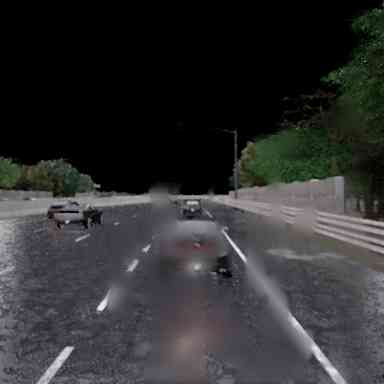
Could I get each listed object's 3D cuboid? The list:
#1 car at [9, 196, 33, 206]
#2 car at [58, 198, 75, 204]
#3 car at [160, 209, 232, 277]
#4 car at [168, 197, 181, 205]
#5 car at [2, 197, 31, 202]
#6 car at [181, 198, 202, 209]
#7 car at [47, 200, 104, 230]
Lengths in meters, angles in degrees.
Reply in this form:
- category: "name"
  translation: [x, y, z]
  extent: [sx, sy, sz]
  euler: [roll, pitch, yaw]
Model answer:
- category: "car"
  translation: [-31.567, 1.669, 61.673]
  extent: [2.097, 1.767, 4.553]
  euler: [0, -1, 0]
- category: "car"
  translation: [-28.082, 2.099, 74.658]
  extent: [1.895, 1.301, 4.718]
  euler: [0, -1, 0]
- category: "car"
  translation: [0.090, 1.482, 10.128]
  extent: [1.837, 1.490, 4.892]
  euler: [0, 0, 0]
- category: "car"
  translation: [-3.571, 1.712, 65.288]
  extent: [2.097, 1.767, 4.553]
  euler: [0, -1, 0]
- category: "car"
  translation: [-24.619, 1.585, 45.556]
  extent: [2.128, 1.511, 4.902]
  euler: [0, -1, 0]
- category: "car"
  translation: [0.064, 1.515, 33.534]
  extent: [1.812, 1.442, 4.674]
  euler: [0, 0, 0]
- category: "car"
  translation: [-6.922, 1.450, 20.889]
  extent: [2.128, 1.511, 4.902]
  euler: [0, 0, 0]
